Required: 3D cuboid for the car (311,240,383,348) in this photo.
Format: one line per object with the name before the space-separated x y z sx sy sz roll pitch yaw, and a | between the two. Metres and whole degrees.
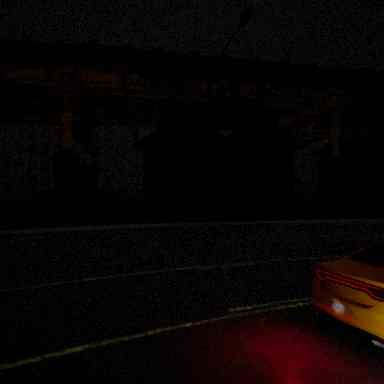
car | 4.400 1.463 5.485 5.008 1.535 1.882 0 0 -19
